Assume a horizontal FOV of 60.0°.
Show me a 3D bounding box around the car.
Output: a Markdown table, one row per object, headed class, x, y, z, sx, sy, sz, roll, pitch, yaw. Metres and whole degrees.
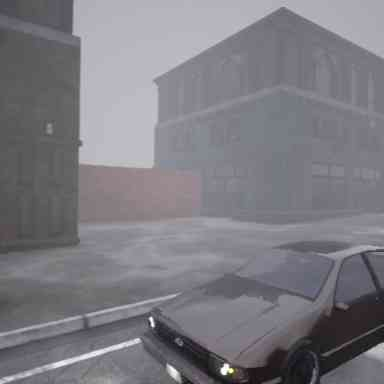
| class | x | y | z | sx | sy | sz | roll | pitch | yaw |
| --- | --- | --- | --- | --- | --- | --- | --- | --- | --- |
| car | 1.963 | 1.506 | 5.092 | 5.357 | 1.411 | 2.033 | -1 | 0 | -36 |
